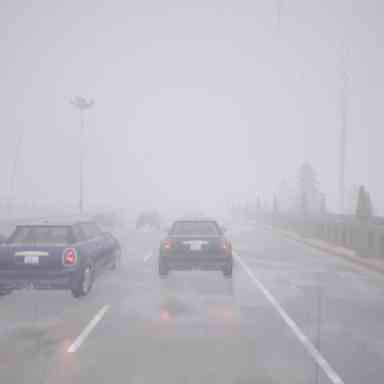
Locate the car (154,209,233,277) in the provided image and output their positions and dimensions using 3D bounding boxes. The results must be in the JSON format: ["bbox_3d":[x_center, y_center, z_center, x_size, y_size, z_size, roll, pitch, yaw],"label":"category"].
[{"bbox_3d":[0.103,1.578,11.106,2.097,1.767,4.553,0,-2,0],"label":"car"}]

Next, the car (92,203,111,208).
[{"bbox_3d":[-16.463,2.985,61.006,2.150,2.045,5.566,0,-2,8],"label":"car"}]

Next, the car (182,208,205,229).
[{"bbox_3d":[0.109,2.259,29.226,1.882,1.535,5.008,0,-2,0],"label":"car"}]

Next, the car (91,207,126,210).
[{"bbox_3d":[-6.892,2.230,27.375,1.837,1.490,4.892,0,-2,0],"label":"car"}]

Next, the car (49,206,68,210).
[{"bbox_3d":[-20.832,2.939,51.269,1.882,1.535,5.008,0,-2,3],"label":"car"}]

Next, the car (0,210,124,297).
[{"bbox_3d":[-3.397,1.518,9.163,2.097,1.767,4.553,0,-2,0],"label":"car"}]

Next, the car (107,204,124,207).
[{"bbox_3d":[-13.030,3.283,60.271,2.033,1.411,5.357,0,-2,8],"label":"car"}]

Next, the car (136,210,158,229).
[{"bbox_3d":[-3.391,2.230,27.380,1.837,1.490,4.892,0,-2,0],"label":"car"}]
